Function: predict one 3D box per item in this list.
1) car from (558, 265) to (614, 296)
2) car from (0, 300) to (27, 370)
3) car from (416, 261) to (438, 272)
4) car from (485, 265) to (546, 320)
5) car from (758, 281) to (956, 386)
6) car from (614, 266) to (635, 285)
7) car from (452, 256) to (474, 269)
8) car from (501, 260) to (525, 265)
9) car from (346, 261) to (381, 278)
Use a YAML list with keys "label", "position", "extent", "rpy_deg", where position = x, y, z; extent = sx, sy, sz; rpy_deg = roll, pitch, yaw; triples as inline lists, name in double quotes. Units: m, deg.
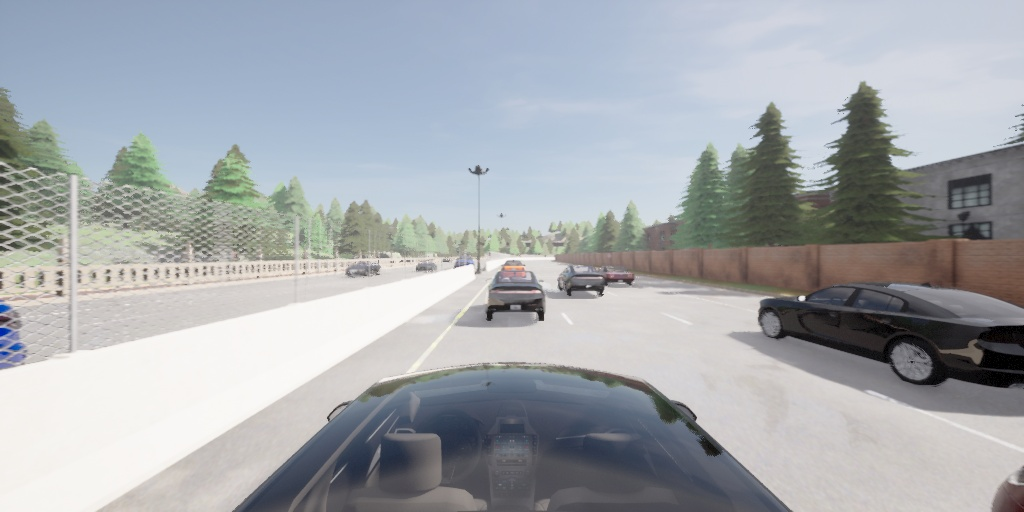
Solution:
- label: "car"
  position: [3.610, 1.241, 19.308]
  extent: [2.128, 1.511, 4.902]
  rpy_deg: [0, 0, 0]
- label: "car"
  position: [-7.101, 0.972, 2.025]
  extent: [2.150, 2.045, 5.566]
  rpy_deg: [0, 0, 0]
- label: "car"
  position: [-10.613, 1.313, 44.934]
  extent: [1.994, 1.385, 4.181]
  rpy_deg: [0, 0, 0]
- label: "car"
  position: [0.106, 1.241, 12.571]
  extent: [2.128, 1.511, 4.902]
  rpy_deg: [0, 0, 0]
- label: "car"
  position: [7.104, 1.228, 6.976]
  extent: [1.882, 1.535, 5.008]
  rpy_deg: [0, 0, 0]
- label: "car"
  position: [7.113, 1.350, 25.677]
  extent: [1.895, 1.301, 4.718]
  rpy_deg: [0, 0, 0]
- label: "car"
  position: [-6.997, 0.967, 53.400]
  extent: [2.150, 2.045, 5.566]
  rpy_deg: [0, 0, 2]
- label: "car"
  position: [0.104, 1.101, 30.562]
  extent: [2.097, 1.767, 4.553]
  rpy_deg: [0, 0, 0]
- label: "car"
  position: [-14.096, 1.240, 34.242]
  extent: [2.128, 1.511, 4.902]
  rpy_deg: [0, 0, 0]
